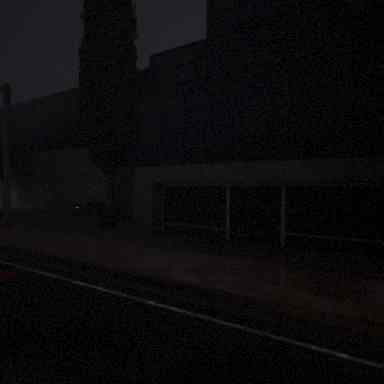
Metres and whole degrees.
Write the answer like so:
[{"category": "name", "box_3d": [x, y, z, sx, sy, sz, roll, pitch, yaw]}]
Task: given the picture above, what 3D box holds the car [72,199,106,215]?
[{"category": "car", "box_3d": [-8.412, 1.271, 29.443, 1.994, 1.385, 4.181, 1, 1, 36]}]
